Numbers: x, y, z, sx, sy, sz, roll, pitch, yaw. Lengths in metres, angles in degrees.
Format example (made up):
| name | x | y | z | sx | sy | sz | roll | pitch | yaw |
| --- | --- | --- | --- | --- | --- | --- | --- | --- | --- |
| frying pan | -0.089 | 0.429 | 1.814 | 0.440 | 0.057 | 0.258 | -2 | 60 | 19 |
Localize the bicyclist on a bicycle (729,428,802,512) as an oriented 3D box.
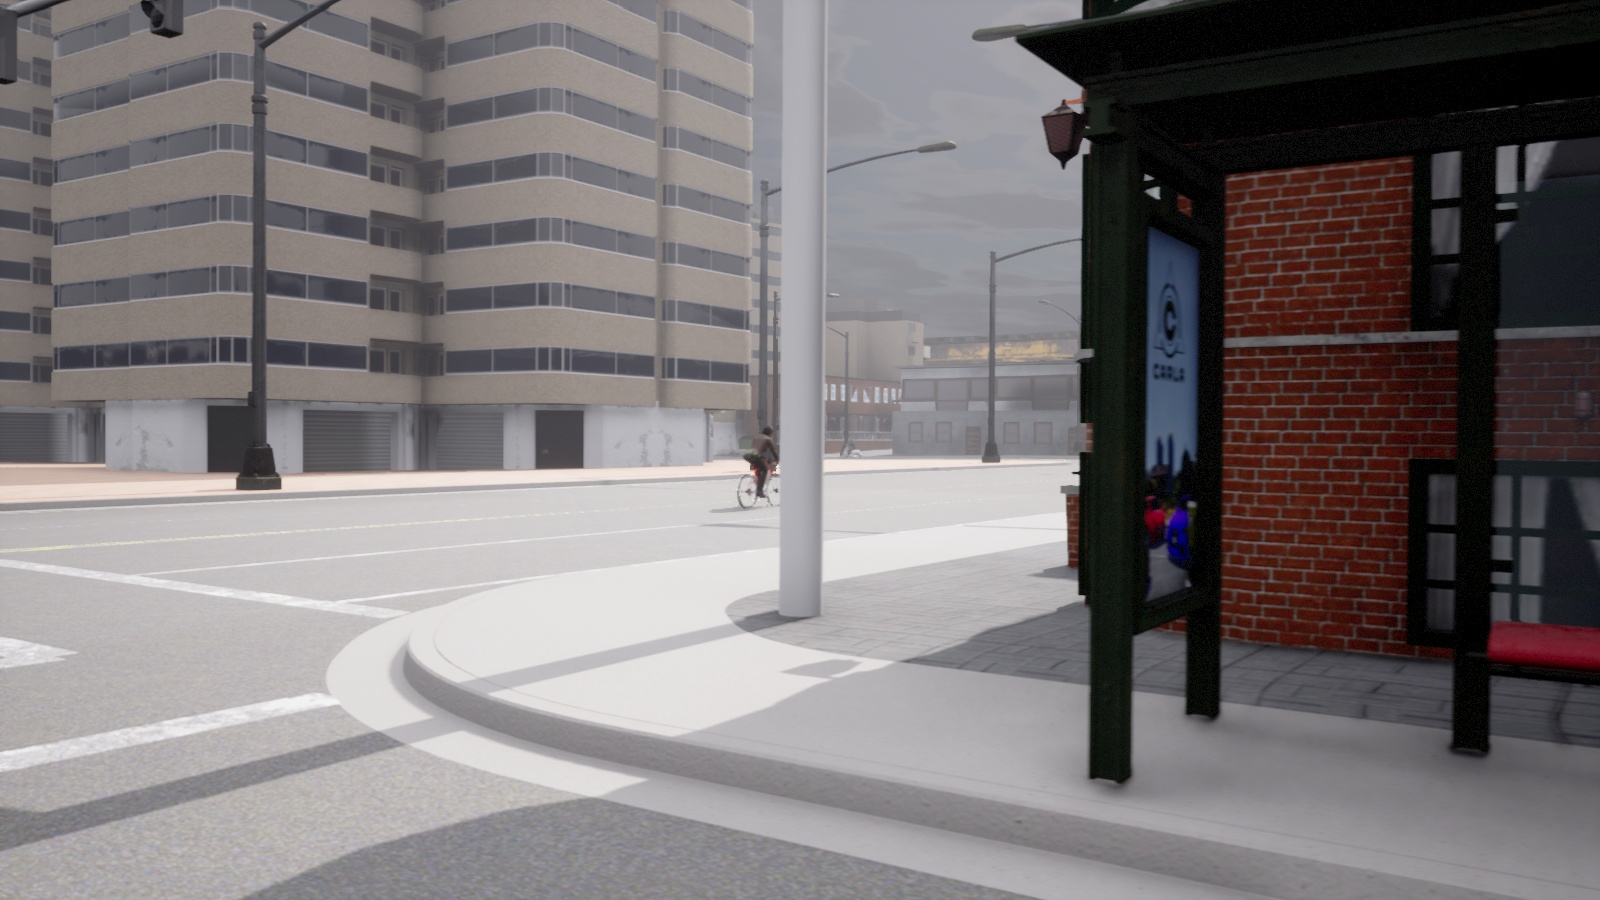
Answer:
| name | x | y | z | sx | sy | sz | roll | pitch | yaw |
| --- | --- | --- | --- | --- | --- | --- | --- | --- | --- |
| bicyclist on a bicycle | -0.678 | 0.378 | 24.994 | 0.582 | 1.620 | 1.656 | 0 | 1 | 34 |
